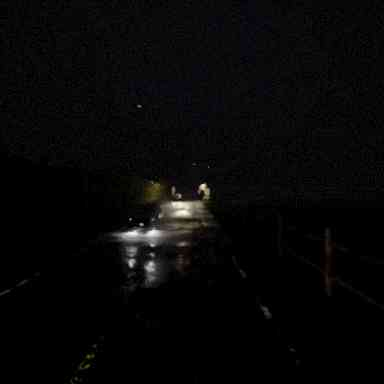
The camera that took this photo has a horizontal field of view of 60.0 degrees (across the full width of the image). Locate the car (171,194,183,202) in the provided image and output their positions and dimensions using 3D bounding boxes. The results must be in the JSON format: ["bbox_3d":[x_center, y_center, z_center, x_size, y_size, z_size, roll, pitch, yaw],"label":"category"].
[{"bbox_3d":[-2.767,1.164,63.005,2.128,1.511,4.902,0,0,1],"label":"car"}]

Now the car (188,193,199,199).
[{"bbox_3d":[0.018,0.920,80.793,2.128,1.511,4.902,0,0,0],"label":"car"}]

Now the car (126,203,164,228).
[{"bbox_3d":[-2.843,1.443,21.433,2.033,1.411,5.357,0,0,0],"label":"car"}]
